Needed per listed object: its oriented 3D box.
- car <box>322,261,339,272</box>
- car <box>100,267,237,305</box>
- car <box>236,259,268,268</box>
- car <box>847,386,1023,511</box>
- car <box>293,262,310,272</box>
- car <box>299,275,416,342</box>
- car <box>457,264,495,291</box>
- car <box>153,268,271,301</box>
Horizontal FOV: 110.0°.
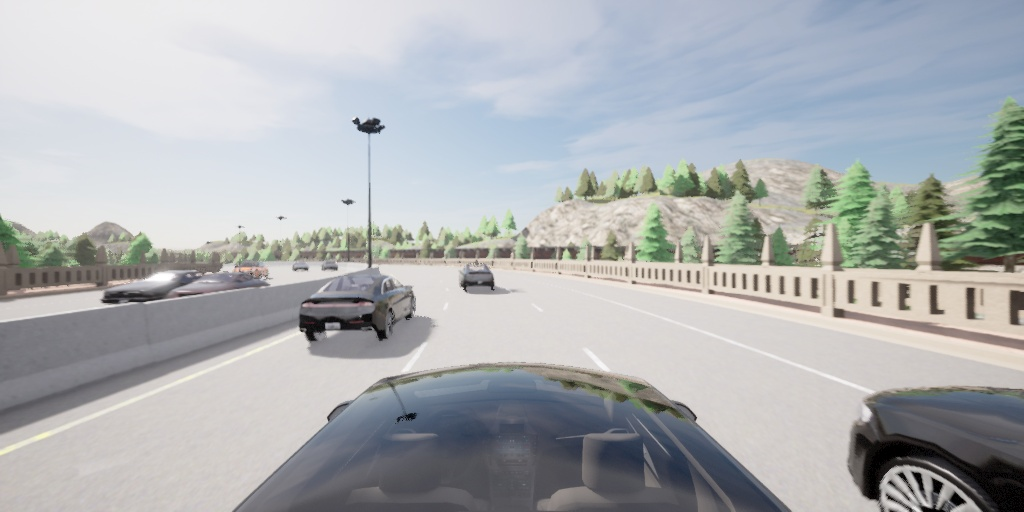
[{"bbox_3d":[-27.019,1.484,53.208,1.837,1.490,4.892,-1,0,-34],"label":"car"},{"bbox_3d":[-15.548,1.390,16.558,2.033,1.411,5.357,0,0,-10],"label":"car"},{"bbox_3d":[-24.153,1.292,33.222,2.097,1.767,4.553,0,0,-23],"label":"car"},{"bbox_3d":[3.459,1.227,0.710,2.128,1.511,4.902,0,0,1],"label":"car"},{"bbox_3d":[-31.831,1.582,54.009,2.033,1.411,5.357,-1,0,-36],"label":"car"},{"bbox_3d":[-3.952,1.258,9.925,2.128,1.511,4.902,0,0,-5],"label":"car"},{"bbox_3d":[-2.242,1.249,22.010,2.128,1.511,4.902,0,0,-12],"label":"car"},{"bbox_3d":[-11.803,1.380,14.763,1.994,1.385,4.181,0,0,-9],"label":"car"}]
